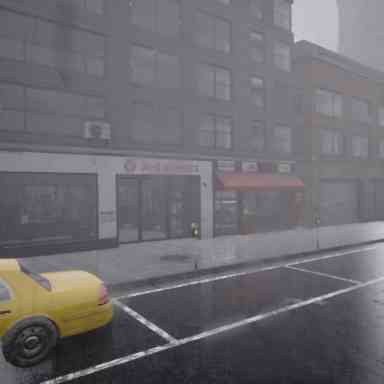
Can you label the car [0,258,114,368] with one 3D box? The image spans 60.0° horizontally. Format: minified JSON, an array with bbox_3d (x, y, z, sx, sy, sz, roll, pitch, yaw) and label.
[{"bbox_3d":[-3.474,1.525,4.184,4.829,1.417,1.752,0,-1,-35],"label":"car"}]
